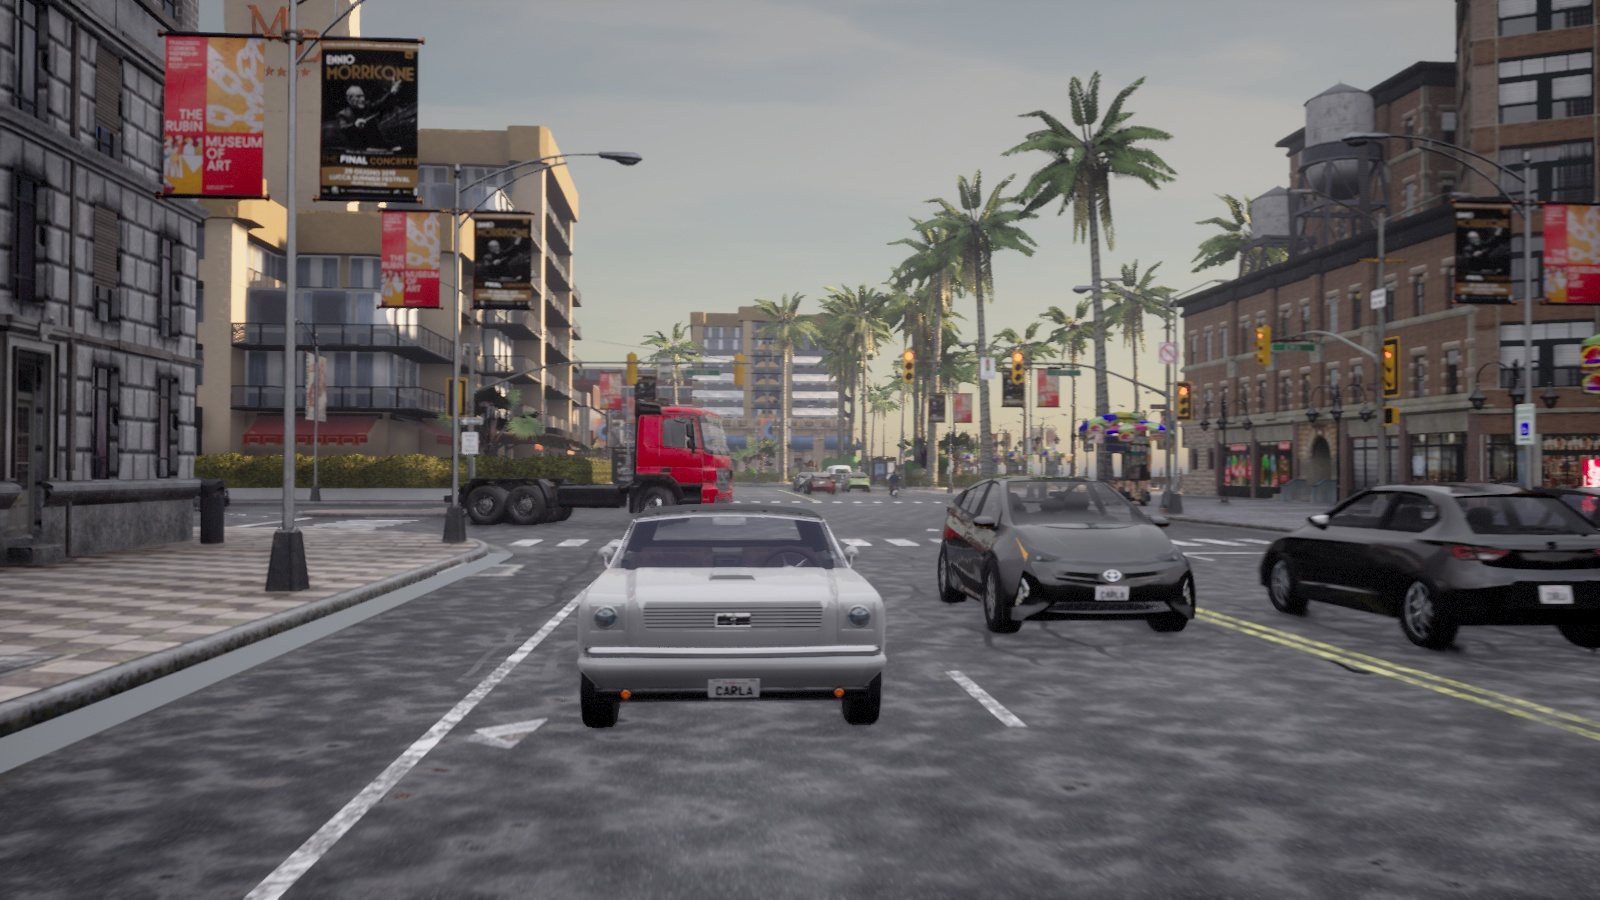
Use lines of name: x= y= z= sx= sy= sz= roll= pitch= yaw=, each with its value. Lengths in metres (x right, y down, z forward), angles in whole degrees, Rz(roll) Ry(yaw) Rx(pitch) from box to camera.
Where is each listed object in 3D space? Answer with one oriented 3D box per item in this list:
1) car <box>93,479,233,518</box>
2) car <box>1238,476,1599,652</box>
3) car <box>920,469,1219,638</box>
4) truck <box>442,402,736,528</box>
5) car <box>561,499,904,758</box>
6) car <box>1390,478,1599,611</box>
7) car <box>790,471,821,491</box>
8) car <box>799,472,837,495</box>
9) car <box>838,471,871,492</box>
car: x=-23.637 y=1.782 z=46.724 sx=4.181 sy=1.385 sz=1.994 roll=0 pitch=-1 yaw=-4
car: x=6.243 y=1.014 z=12.853 sx=1.816 sy=1.474 sz=4.193 roll=0 pitch=-1 yaw=-4
car: x=2.676 y=0.979 z=13.703 sx=2.007 sy=1.525 sz=4.514 roll=0 pitch=-1 yaw=-4
truck: x=-6.039 y=0.477 z=36.546 sx=7.936 sy=3.462 sz=2.891 roll=0 pitch=-1 yaw=9
car: x=-0.528 y=1.075 z=9.320 sx=1.895 sy=1.301 sz=4.718 roll=0 pitch=-1 yaw=-4
car: x=9.602 y=1.071 z=15.236 sx=2.033 sy=1.411 sz=5.357 roll=0 pitch=-1 yaw=-4
car: x=0.392 y=2.395 z=97.285 sx=2.007 sy=1.525 sz=4.514 roll=0 pitch=-1 yaw=-4
car: x=1.200 y=2.248 z=85.628 sx=2.163 sy=1.488 sz=4.792 roll=0 pitch=-1 yaw=-4
car: x=4.078 y=2.334 z=94.720 sx=2.007 sy=1.525 sz=4.514 roll=0 pitch=-1 yaw=-4
